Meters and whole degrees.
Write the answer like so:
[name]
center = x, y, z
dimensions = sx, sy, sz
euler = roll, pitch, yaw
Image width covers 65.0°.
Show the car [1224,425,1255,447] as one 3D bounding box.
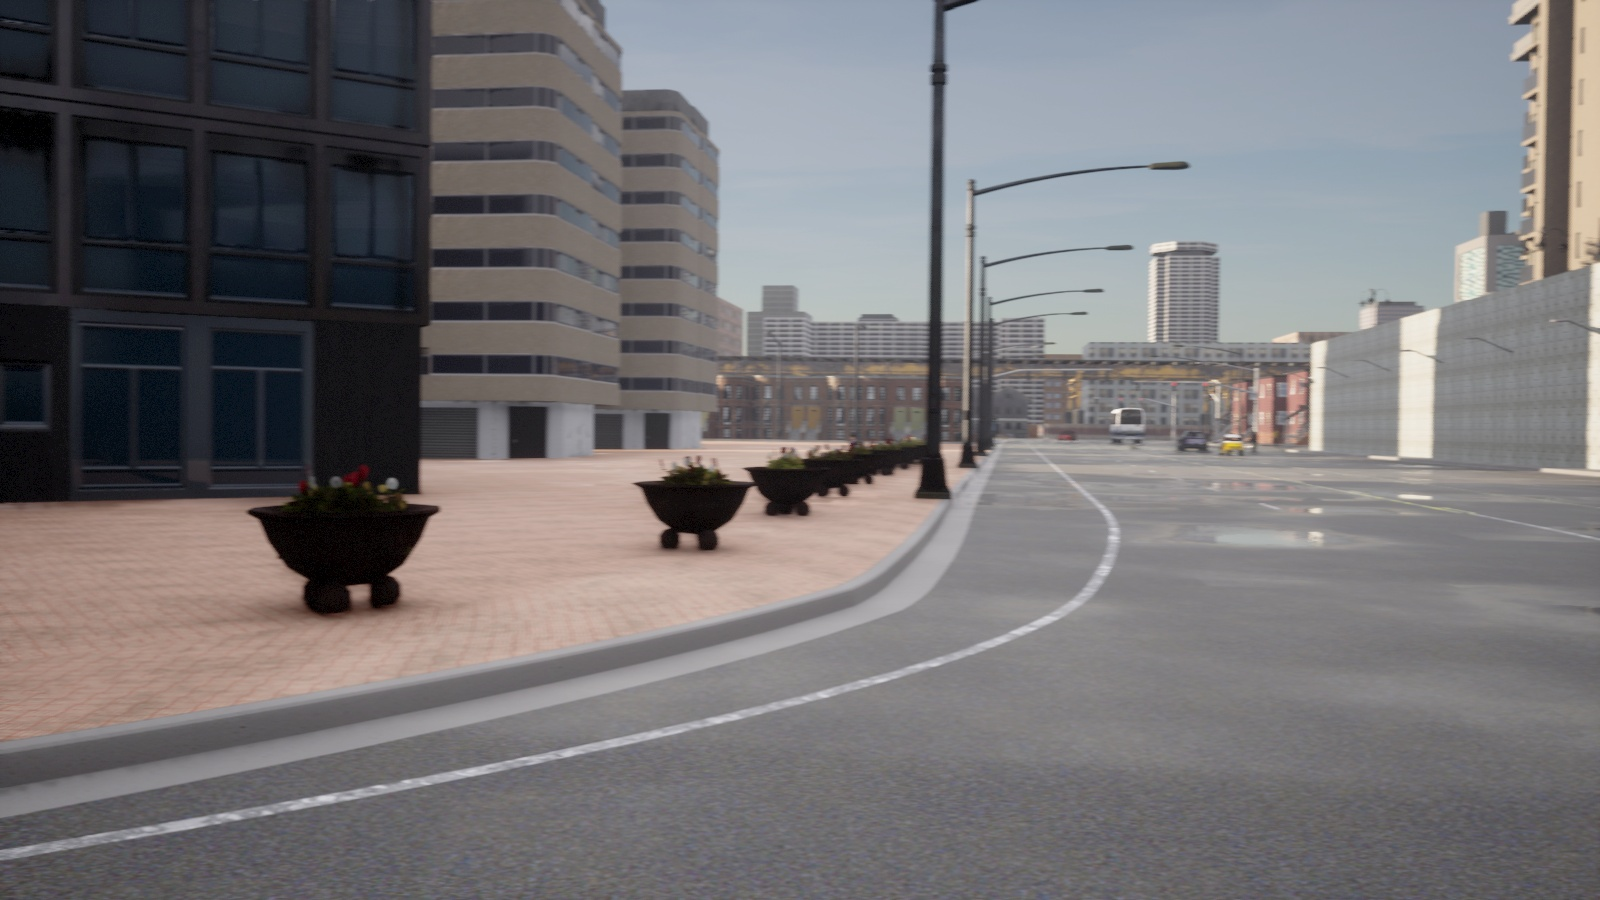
[car]
center = 28.143, -0.906, 80.468
dimensions = 1.481, 1.376, 2.207
euler = 0, 1, 10
